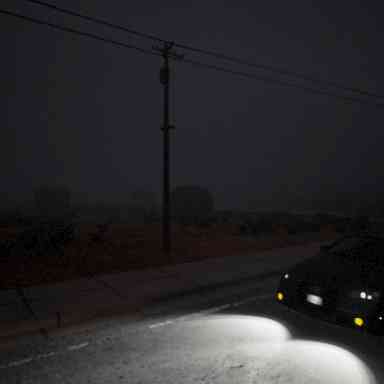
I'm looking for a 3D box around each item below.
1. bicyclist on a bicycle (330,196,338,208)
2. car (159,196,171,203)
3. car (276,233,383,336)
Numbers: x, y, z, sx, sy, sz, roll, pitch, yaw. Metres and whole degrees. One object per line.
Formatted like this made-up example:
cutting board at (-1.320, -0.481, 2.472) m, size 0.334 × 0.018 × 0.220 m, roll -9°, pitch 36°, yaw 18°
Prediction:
bicyclist on a bicycle at (16.843, 1.356, 39.340) m, size 1.656 × 1.620 × 0.582 m, roll 0°, pitch 0°, yaw -33°
car at (-4.934, 1.466, 67.005) m, size 1.994 × 1.385 × 4.181 m, roll 0°, pitch 0°, yaw -33°
car at (3.609, 1.551, 6.529) m, size 4.181 × 1.385 × 1.994 m, roll 0°, pitch 0°, yaw -35°
